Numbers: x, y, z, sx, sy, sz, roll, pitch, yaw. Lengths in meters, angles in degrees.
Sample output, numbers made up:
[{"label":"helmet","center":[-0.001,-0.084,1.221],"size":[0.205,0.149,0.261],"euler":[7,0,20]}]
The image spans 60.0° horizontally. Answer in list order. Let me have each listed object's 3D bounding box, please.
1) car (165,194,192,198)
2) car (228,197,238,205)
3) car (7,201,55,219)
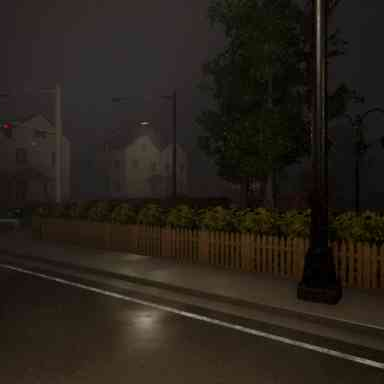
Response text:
[{"label":"car","center":[-1.266,1.220,40.963],"size":[2.150,2.045,5.566],"euler":[0,0,35]},{"label":"car","center":[6.162,1.613,57.973],"size":[2.033,1.411,5.357],"euler":[0,0,35]},{"label":"car","center":[-13.761,1.525,29.413],"size":[1.812,1.442,4.674],"euler":[0,0,35]}]
